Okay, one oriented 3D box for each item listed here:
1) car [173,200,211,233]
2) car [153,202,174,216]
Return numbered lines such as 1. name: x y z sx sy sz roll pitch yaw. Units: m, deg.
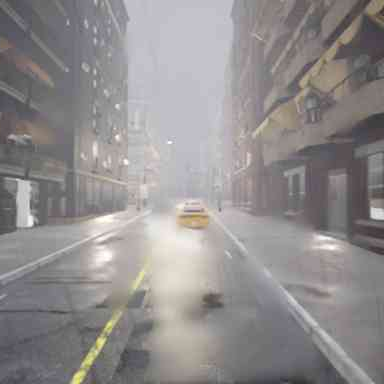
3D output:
1. car: 0.100 1.504 19.914 1.882 1.535 5.008 0 0 0
2. car: -2.761 1.656 33.171 1.895 1.301 4.718 0 0 0
